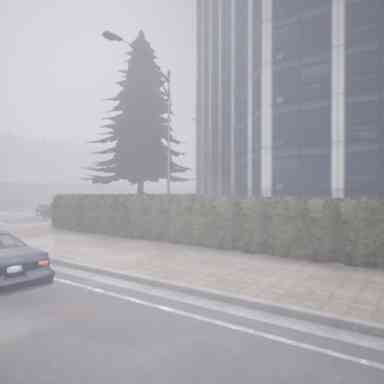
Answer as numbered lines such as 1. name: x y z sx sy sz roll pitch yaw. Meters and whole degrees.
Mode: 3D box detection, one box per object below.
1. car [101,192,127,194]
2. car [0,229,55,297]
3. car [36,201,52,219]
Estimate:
1. car: -10.002 1.067 39.748 2.150 2.045 5.566 0 0 35
2. car: -5.435 1.519 7.845 5.357 1.411 2.033 0 0 36
3. car: -10.187 1.373 27.207 1.837 1.490 4.892 0 0 36
